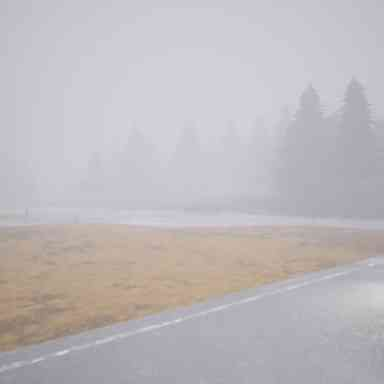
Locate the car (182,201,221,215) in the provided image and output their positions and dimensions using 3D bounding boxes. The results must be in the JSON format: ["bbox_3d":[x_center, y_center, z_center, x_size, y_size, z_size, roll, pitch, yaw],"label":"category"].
[{"bbox_3d":[1.042,1.733,37.975,4.902,1.511,2.128,0,0,36],"label":"car"}]
